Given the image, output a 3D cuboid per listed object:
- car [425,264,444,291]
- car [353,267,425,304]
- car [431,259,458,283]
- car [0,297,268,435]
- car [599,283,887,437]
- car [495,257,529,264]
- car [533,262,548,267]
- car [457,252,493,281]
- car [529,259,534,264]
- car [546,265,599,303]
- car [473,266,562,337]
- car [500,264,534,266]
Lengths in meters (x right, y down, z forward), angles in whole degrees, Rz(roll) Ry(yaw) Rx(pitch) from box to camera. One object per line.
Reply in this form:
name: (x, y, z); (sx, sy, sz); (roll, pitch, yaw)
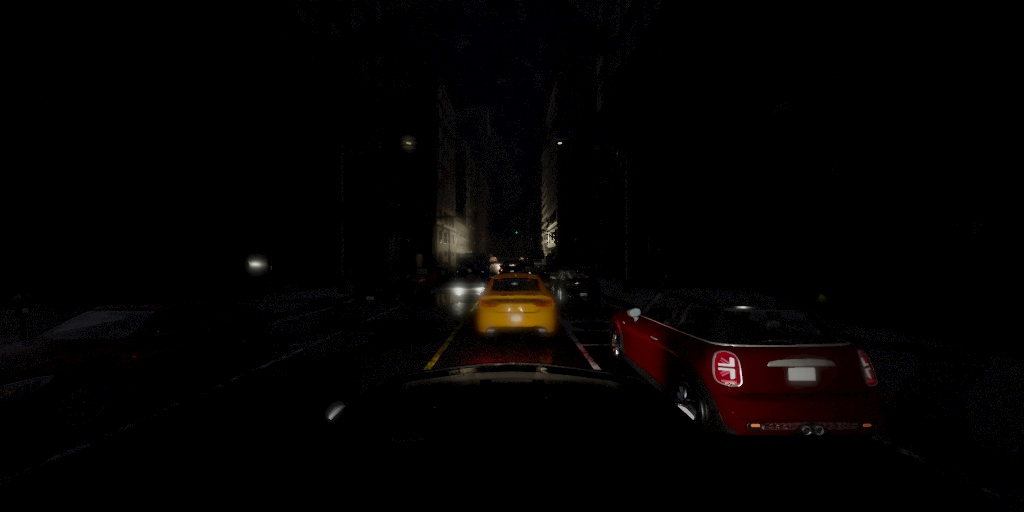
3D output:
car: (-5.642, 1.334, 21.985); (1.802, 1.307, 4.207); (0, 0, 0)
car: (-5.649, 1.317, 16.484); (1.948, 1.339, 4.313); (0, 0, 0)
car: (-5.634, 1.193, 27.486); (1.967, 1.591, 4.097); (0, 0, 0)
car: (-5.664, 1.332, 5.481); (1.802, 1.307, 4.207); (0, 0, 0)
car: (2.861, 1.190, 5.469); (1.967, 1.591, 4.097); (0, 0, 0)
car: (0.083, 1.105, 28.304); (2.097, 1.767, 4.553); (0, 0, 2)
car: (2.891, 1.319, 27.474); (1.948, 1.339, 4.313); (0, 0, 0)
car: (-2.965, 0.696, 28.226); (2.150, 2.045, 5.566); (0, 0, 0)
car: (2.976, 1.232, 64.563); (1.967, 1.591, 4.097); (0, 0, 0)
car: (2.876, 1.301, 16.472); (2.007, 1.370, 4.403); (0, 0, 0)
car: (0.109, 1.228, 10.356); (1.882, 1.535, 5.008); (0, 0, 0)
car: (0.124, 1.315, 19.344); (1.994, 1.385, 4.181); (0, 0, 0)
